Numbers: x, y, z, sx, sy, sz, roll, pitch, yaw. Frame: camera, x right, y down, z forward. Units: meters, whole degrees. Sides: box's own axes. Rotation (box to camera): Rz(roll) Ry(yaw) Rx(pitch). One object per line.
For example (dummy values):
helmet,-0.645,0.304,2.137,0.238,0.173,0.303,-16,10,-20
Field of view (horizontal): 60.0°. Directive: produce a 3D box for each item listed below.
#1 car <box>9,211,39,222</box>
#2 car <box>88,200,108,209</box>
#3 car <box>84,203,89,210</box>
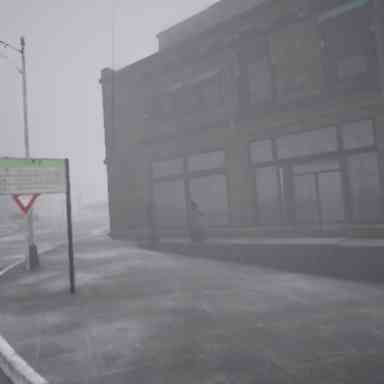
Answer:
car,-22.456,3.155,44.365,4.181,1.385,1.994,-5,-2,30
car,-16.559,2.253,61.996,2.097,1.767,4.553,-5,2,18
car,-19.010,2.521,64.738,1.882,1.535,5.008,-5,2,17
